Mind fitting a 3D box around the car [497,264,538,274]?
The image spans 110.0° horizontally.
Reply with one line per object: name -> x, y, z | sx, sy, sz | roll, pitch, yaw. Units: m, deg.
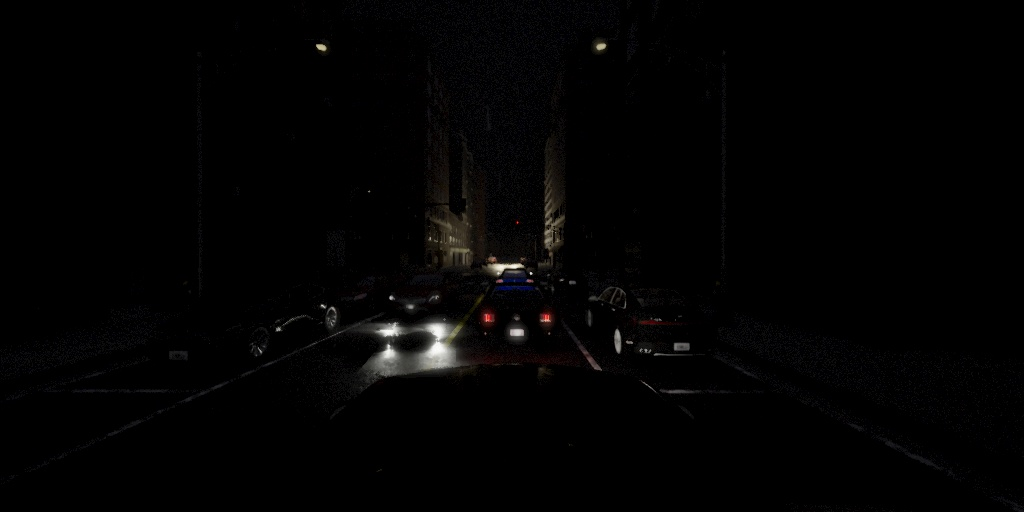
car -> 0.145, 1.308, 18.617 | 1.994, 1.385, 4.181 | 0, 0, 1

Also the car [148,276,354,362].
car -> -5.650, 1.313, 8.258 | 1.948, 1.339, 4.313 | 0, 0, 0

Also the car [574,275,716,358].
car -> 2.875, 1.298, 8.234 | 2.007, 1.370, 4.403 | 0, 0, 0

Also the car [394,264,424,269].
car -> -5.618, 1.183, 19.261 | 1.967, 1.591, 4.097 | 0, 0, 0

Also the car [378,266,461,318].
car -> -3.029, 1.271, 13.126 | 1.812, 1.442, 4.674 | 0, 0, 1

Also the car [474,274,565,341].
car -> 0.119, 1.347, 9.858 | 1.895, 1.301, 4.718 | 0, 0, 0

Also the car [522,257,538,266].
car -> 3.050, 1.203, 56.325 | 1.967, 1.591, 4.097 | 0, 0, 0

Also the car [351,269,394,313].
car -> -5.635, 1.327, 13.760 | 1.802, 1.307, 4.207 | 0, 0, 0

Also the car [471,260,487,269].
car -> -5.475, 1.345, 56.363 | 1.802, 1.307, 4.207 | 0, 0, 0

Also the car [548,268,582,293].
car -> 2.907, 1.309, 19.236 | 1.948, 1.339, 4.313 | 0, 0, 0
